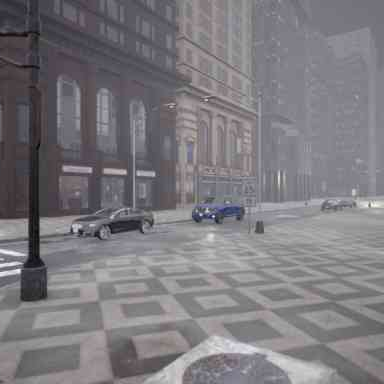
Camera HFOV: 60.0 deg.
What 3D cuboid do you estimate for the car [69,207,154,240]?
[{"bbox_3d":[-4.024,1.533,17.434,2.128,1.511,4.902,0,0,34],"label":"car"}]

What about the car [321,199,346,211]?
[{"bbox_3d":[17.858,1.656,42.502,1.812,1.442,4.674,0,0,36],"label":"car"}]

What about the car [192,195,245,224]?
[{"bbox_3d":[2.226,1.295,26.159,2.150,2.045,5.566,0,0,35],"label":"car"}]

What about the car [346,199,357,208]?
[{"bbox_3d":[23.760,1.703,50.747,2.033,1.411,5.357,0,0,36],"label":"car"}]
